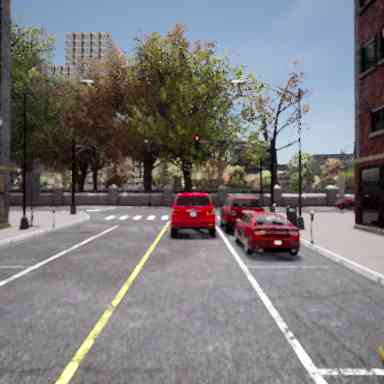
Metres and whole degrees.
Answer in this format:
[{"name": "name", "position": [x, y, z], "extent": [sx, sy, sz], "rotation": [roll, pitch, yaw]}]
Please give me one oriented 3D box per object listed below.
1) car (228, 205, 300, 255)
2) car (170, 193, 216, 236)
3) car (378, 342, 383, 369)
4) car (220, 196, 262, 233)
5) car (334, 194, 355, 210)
[{"name": "car", "position": [2.680, 1.425, 12.585], "extent": [1.887, 1.381, 4.507], "rotation": [1, 1, 0]}, {"name": "car", "position": [0.058, 1.055, 17.546], "extent": [2.150, 2.045, 5.566], "rotation": [0, 1, 0]}, {"name": "car", "position": [2.700, 1.511, 1.362], "extent": [1.752, 1.417, 4.829], "rotation": [1, 1, 0]}, {"name": "car", "position": [2.673, 1.141, 18.278], "extent": [2.192, 1.841, 5.009], "rotation": [1, 1, 0]}, {"name": "car", "position": [19.271, 1.115, 38.568], "extent": [5.009, 1.841, 2.192], "rotation": [0, -1, 0]}]
